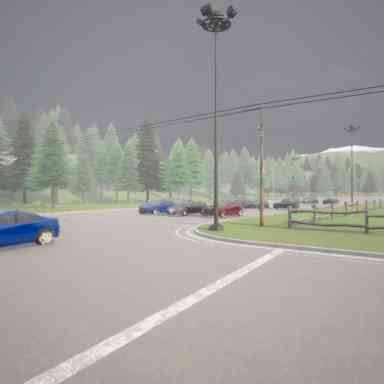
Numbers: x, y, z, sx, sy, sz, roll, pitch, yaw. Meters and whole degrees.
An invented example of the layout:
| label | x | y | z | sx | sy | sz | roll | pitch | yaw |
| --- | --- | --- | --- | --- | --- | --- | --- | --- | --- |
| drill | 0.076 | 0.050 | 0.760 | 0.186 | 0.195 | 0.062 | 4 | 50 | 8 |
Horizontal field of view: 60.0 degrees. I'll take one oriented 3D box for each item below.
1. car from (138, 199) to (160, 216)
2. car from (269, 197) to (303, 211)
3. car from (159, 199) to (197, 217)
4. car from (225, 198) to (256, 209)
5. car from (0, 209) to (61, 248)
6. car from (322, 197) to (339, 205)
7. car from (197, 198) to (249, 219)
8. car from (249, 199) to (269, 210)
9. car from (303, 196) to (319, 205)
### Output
| label | x | y | z | sx | sy | sz | roll | pitch | yaw |
| --- | --- | --- | --- | --- | --- | --- | --- | --- | --- |
| car | -3.185 | 1.477 | 33.159 | 1.882 | 1.535 | 5.008 | 0 | 0 | 36 |
| car | 11.874 | 1.600 | 41.884 | 1.895 | 1.301 | 4.718 | 0 | 0 | 36 |
| car | -0.395 | 1.491 | 31.042 | 2.128 | 1.511 | 4.902 | 0 | 0 | 36 |
| car | 6.985 | 1.547 | 47.050 | 2.033 | 1.411 | 5.357 | 0 | 0 | 36 |
| car | -7.566 | 1.477 | 12.967 | 1.882 | 1.535 | 5.008 | 0 | 0 | 29 |
| car | 24.611 | 1.600 | 59.018 | 1.895 | 1.301 | 4.718 | 0 | 0 | 37 |
| car | 2.838 | 1.477 | 29.550 | 1.882 | 1.535 | 5.008 | 0 | 0 | 36 |
| car | 8.453 | 1.563 | 43.140 | 1.994 | 1.385 | 4.181 | 0 | 0 | 36 |
| car | 21.789 | 1.492 | 61.090 | 2.128 | 1.511 | 4.902 | 0 | 0 | 37 |
